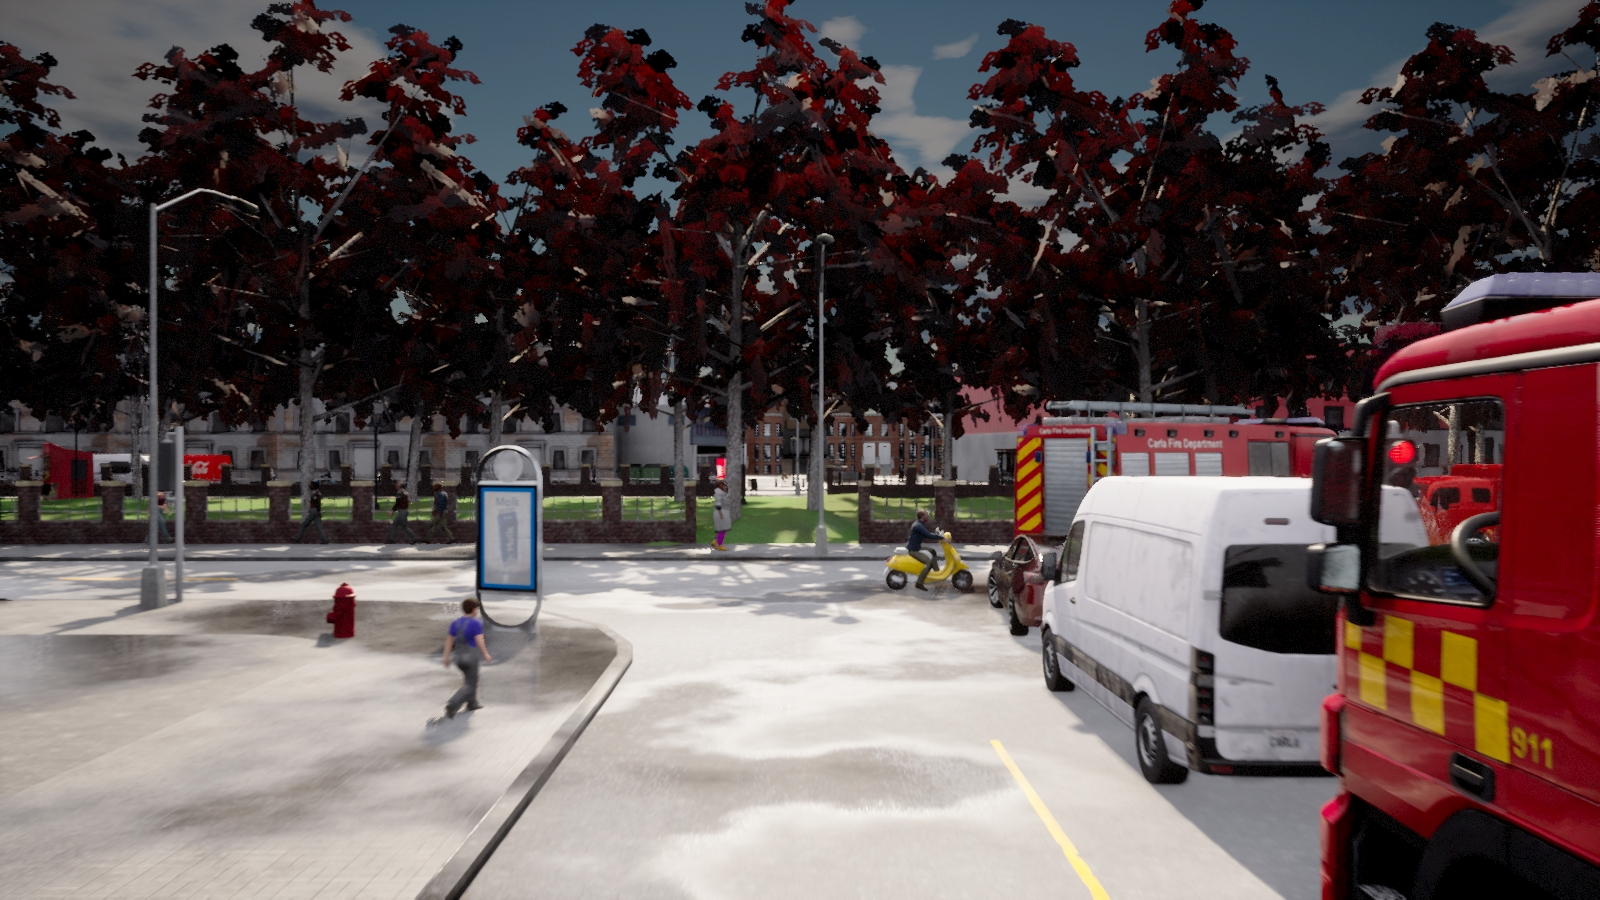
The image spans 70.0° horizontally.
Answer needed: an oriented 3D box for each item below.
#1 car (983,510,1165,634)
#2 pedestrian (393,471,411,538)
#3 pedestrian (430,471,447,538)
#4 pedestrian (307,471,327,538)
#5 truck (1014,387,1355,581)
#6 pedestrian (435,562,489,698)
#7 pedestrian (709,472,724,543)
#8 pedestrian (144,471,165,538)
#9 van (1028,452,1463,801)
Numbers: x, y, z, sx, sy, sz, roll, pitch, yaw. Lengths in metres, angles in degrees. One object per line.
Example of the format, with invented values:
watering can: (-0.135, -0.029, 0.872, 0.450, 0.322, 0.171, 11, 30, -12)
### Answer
car: (4.252, 1.843, 18.540, 2.163, 1.488, 4.792, 0, 0, 5)
pedestrian: (-11.169, 1.522, 32.102, 0.375, 1.860, 0.375, 0, 0, 0)
pedestrian: (-10.158, 1.524, 32.127, 0.375, 1.860, 0.375, 0, 0, 0)
pedestrian: (-13.568, 1.523, 32.096, 0.375, 1.860, 0.375, 0, 0, 0)
truck: (8.969, 0.671, 26.106, 8.468, 3.827, 2.891, 0, 0, -35)
pedestrian: (-3.422, 1.804, 11.572, 0.375, 1.300, 0.375, 0, 0, 26)
pedestrian: (-2.218, 1.522, 30.367, 0.375, 1.860, 0.375, 0, 0, -2)
pedestrian: (-18.021, 1.523, 31.894, 0.375, 1.860, 0.375, 0, 0, 10)
van: (3.888, 1.315, 11.418, 1.988, 2.561, 5.915, 0, 0, -1)
